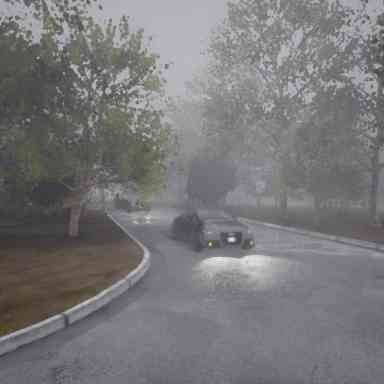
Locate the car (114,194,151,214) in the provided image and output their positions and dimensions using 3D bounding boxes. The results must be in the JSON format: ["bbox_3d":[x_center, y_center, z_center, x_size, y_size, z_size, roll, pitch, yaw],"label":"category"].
[{"bbox_3d":[-5.043,0.938,27.794,2.128,1.511,4.902,2,0,-32],"label":"car"}]

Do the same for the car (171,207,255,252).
[{"bbox_3d":[0.609,1.279,12.338,1.994,1.385,4.181,1,0,-19],"label":"car"}]
